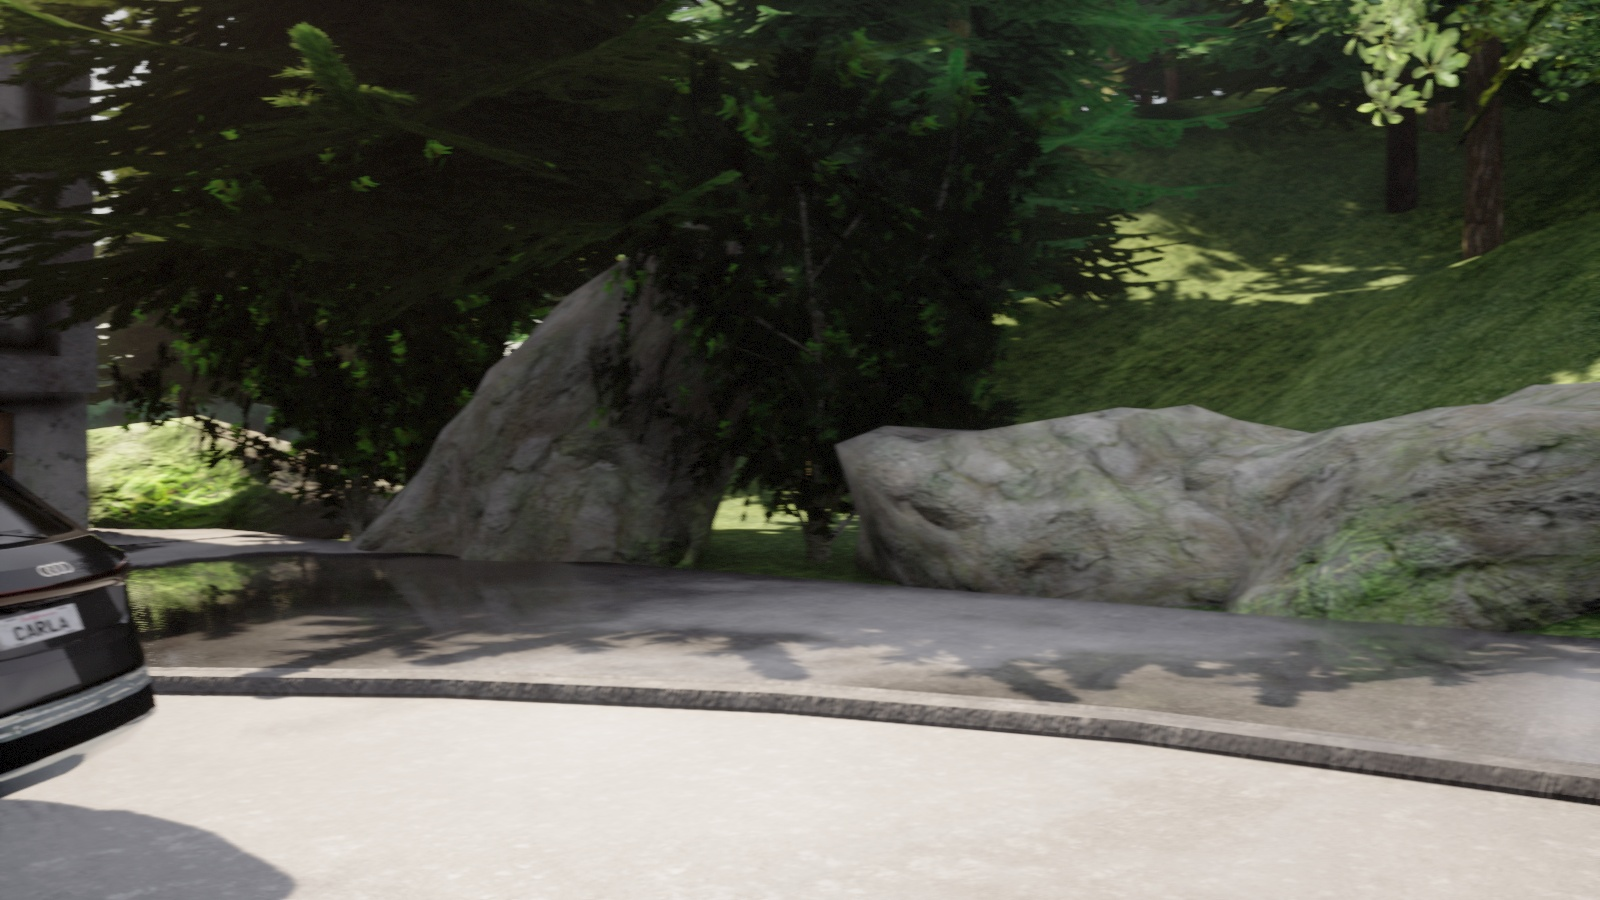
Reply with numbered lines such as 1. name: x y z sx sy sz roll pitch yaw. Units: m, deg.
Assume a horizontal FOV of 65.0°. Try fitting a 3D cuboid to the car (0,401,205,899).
1. car: -5.000 0.655 4.409 4.856 1.649 2.033 0 1 1
